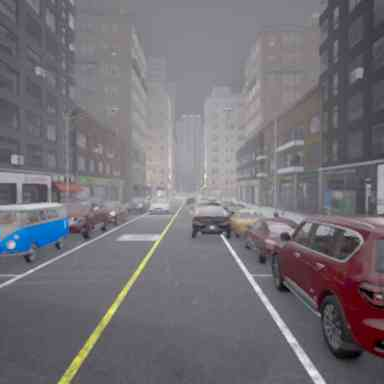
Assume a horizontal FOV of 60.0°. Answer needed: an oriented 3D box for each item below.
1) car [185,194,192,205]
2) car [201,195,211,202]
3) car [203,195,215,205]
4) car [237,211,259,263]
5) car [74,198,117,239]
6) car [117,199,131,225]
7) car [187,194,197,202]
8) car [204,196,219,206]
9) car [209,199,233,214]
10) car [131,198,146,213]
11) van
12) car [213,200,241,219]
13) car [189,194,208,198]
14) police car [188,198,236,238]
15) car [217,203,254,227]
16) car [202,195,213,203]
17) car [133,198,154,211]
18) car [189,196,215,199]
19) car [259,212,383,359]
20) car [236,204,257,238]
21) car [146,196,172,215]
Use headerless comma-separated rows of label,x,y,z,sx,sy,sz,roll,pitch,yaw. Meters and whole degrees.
car,-0.001,1.307,52.845,1.837,1.490,4.892,0,0,0
car,2.868,1.321,67.349,1.802,1.307,4.206,-1,0,0
car,2.865,1.312,56.347,1.752,1.417,4.829,-1,0,0
car,2.856,1.542,11.491,1.802,1.307,4.206,-1,0,0
car,-5.680,1.255,17.076,2.192,1.841,5.009,-1,0,0
car,-5.678,1.359,22.662,1.967,1.590,4.097,-1,0,0
car,-0.002,1.175,67.952,1.882,1.535,5.008,0,0,0
car,2.864,1.362,50.592,2.008,1.369,4.403,-1,0,0
car,2.860,1.429,33.834,2.008,1.369,4.403,-1,0,0
car,-5.679,1.318,33.833,1.967,1.590,4.097,-1,0,0
van,-5.679,1.301,11.490,1.690,1.788,3.998,-1,0,0
car,2.859,1.465,28.248,1.947,1.339,4.313,-1,0,0
car,0.898,1.335,33.494,1.801,1.575,5.366,0,0,0
police car,0.899,1.364,17.413,1.930,1.638,5.238,0,0,0
car,2.858,1.485,22.663,1.947,1.339,4.313,-1,0,0
car,2.867,1.330,61.764,1.947,1.339,4.313,-1,0,0
car,-5.677,1.438,39.420,1.802,1.307,4.206,-1,0,0
car,0.899,1.357,27.493,1.801,1.575,5.366,0,0,0
car,2.851,1.295,5.904,2.192,1.841,5.009,-1,0,0
car,2.856,1.465,17.247,1.752,1.417,4.829,-1,0,0
car,-3.095,1.407,32.882,1.812,1.442,4.674,0,0,0
